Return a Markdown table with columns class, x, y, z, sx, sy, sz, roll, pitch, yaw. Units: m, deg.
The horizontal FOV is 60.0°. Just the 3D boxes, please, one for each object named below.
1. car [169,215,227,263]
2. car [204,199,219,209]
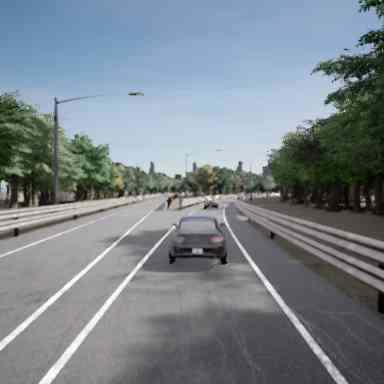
| class | x | y | z | sx | sy | sz | roll | pitch | yaw |
| --- | --- | --- | --- | --- | --- | --- | --- | --- | --- |
| car | 0.227 | 1.531 | 11.822 | 1.812 | 1.442 | 4.674 | 0 | 0 | 2 |
| car | 2.778 | 1.659 | 46.643 | 1.895 | 1.301 | 4.718 | 0 | 0 | 7 |
